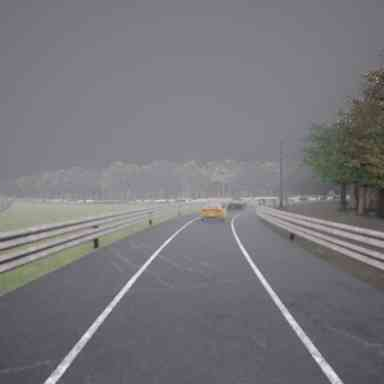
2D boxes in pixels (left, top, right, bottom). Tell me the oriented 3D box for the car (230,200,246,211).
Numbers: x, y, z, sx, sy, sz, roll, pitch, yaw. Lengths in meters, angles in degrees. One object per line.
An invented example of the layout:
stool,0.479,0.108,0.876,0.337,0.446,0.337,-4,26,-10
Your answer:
car,6.536,1.830,47.512,1.882,1.535,5.008,0,0,19

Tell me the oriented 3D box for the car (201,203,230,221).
car,2.051,1.755,30.197,1.882,1.535,5.008,0,0,11
